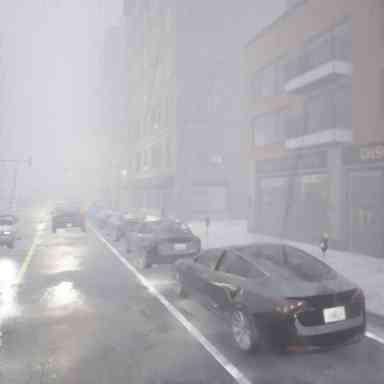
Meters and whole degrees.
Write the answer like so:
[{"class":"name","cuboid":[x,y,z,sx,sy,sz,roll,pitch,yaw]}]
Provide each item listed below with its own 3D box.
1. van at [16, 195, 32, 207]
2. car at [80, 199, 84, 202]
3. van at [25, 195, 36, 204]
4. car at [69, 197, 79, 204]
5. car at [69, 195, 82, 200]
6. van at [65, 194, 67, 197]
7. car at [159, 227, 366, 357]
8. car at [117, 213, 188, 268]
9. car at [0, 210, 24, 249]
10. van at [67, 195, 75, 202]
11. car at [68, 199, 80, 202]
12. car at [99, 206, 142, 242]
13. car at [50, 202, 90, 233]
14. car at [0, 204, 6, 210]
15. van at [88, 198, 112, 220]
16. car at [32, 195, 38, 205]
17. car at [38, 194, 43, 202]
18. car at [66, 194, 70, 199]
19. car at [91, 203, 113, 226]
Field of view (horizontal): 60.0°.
[{"class":"van","cuboid":[-27.660,1.549,54.405,1.690,1.788,3.998,0,0,-22]},{"class":"car","cuboid":[-9.653,1.630,32.544,1.752,1.417,4.829,0,0,-22]},{"class":"van","cuboid":[-33.926,1.587,69.947,1.690,1.788,3.998,0,0,-22]},{"class":"car","cuboid":[-26.023,1.782,73.148,1.947,1.339,4.313,0,0,-22]},{"class":"car","cuboid":[-19.759,1.619,57.609,1.967,1.590,4.097,0,0,-22]},{"class":"van","cuboid":[-30.201,1.574,83.509,1.690,1.788,3.998,0,0,-22]},{"class":"car","cuboid":[1.011,1.575,6.096,1.947,1.339,4.313,0,0,-22]},{"class":"car","cuboid":[-1.109,1.597,11.353,1.947,1.339,4.313,0,0,-22]},{"class":"car","cuboid":[-8.638,1.674,14.613,1.895,1.301,4.718,0,0,-22]},{"class":"van","cuboid":[-32.289,1.580,88.689,1.690,1.788,3.998,0,0,-22]},{"class":"car","cuboid":[-12.043,1.661,31.488,2.033,1.411,5.357,0,0,-22]},{"class":"car","cuboid":[-3.229,1.604,16.611,2.008,1.369,4.403,0,0,-22]},{"class":"car","cuboid":[-7.574,1.583,20.434,1.837,1.490,4.892,0,0,-21]},{"class":"car","cuboid":[-17.489,1.685,29.182,2.008,1.369,4.403,0,0,-22]},{"class":"van","cuboid":[-7.470,1.430,27.129,1.690,1.788,3.998,0,0,-22]},{"class":"car","cuboid":[-31.837,1.550,64.767,2.192,1.841,5.009,0,0,-22]},{"class":"car","cuboid":[-40.191,1.813,85.490,1.887,1.381,4.507,0,0,-22]},{"class":"car","cuboid":[-23.936,1.520,67.969,2.192,1.841,5.009,0,0,-22]},{"class":"car","cuboid":[-5.348,1.654,21.869,1.802,1.307,4.206,0,0,-22]}]
